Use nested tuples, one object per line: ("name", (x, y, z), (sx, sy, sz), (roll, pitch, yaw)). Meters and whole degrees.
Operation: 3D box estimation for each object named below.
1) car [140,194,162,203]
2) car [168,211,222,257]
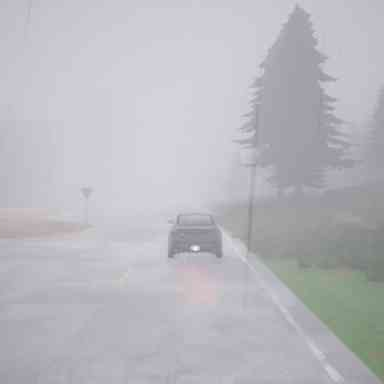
("car", (-9.045, 1.597, 70.898), (4.181, 1.381, 1.994), (0, 0, -1))
("car", (0.106, 1.514, 12.914), (1.837, 1.490, 4.892), (0, 0, 0))
